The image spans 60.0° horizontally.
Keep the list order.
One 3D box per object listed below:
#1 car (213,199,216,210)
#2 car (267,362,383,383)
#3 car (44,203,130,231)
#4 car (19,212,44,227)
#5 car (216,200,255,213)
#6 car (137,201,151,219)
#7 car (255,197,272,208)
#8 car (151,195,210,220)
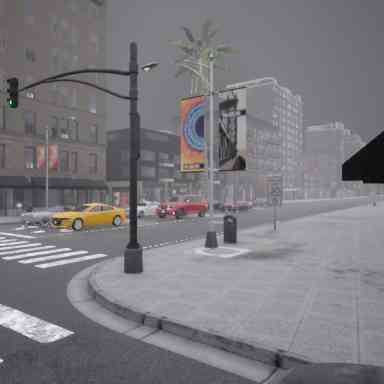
[{"bbox_3d":[1.768,1.527,38.682,1.882,1.535,5.008,0,0,35],"label":"car"},{"bbox_3d":[2.206,1.551,1.274,4.403,1.369,2.008,0,0,35],"label":"car"},{"bbox_3d":[-6.491,1.496,21.325,1.882,1.535,5.008,0,0,35],"label":"car"},{"bbox_3d":[-9.254,1.615,23.065,1.895,1.301,4.718,0,0,35],"label":"car"},{"bbox_3d":[5.000,1.657,37.623,1.895,1.301,4.718,0,0,35],"label":"car"},{"bbox_3d":[-4.158,1.555,30.279,1.812,1.442,4.674,0,0,35],"label":"car"},{"bbox_3d":[10.834,1.596,51.387,1.837,1.490,4.892,0,-1,35],"label":"car"},{"bbox_3d":[-0.765,1.257,29.457,2.150,2.045,5.566,0,0,35],"label":"car"}]
